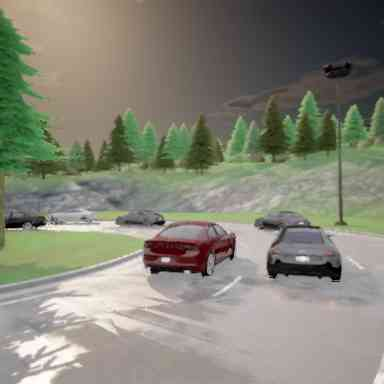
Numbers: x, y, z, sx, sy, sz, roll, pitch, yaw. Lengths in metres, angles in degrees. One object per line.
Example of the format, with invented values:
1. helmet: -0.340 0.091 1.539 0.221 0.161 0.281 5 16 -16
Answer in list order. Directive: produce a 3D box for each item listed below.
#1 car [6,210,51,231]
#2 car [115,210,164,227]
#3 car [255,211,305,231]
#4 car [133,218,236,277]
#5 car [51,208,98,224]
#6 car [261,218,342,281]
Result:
1. car: -13.877 2.186 25.499 5.008 1.535 1.882 -1 -2 -9
2. car: -4.368 2.202 27.898 4.181 1.385 1.994 -1 -2 26
3. car: 5.973 1.955 22.236 1.994 1.385 4.181 0 -1 -22
4. car: 0.161 1.716 11.265 1.882 1.535 5.008 0 -1 21
5. car: -11.651 2.355 32.734 4.674 1.442 1.812 -1 -2 0
6. car: 3.525 1.745 10.571 1.994 1.385 4.181 -1 -1 19
